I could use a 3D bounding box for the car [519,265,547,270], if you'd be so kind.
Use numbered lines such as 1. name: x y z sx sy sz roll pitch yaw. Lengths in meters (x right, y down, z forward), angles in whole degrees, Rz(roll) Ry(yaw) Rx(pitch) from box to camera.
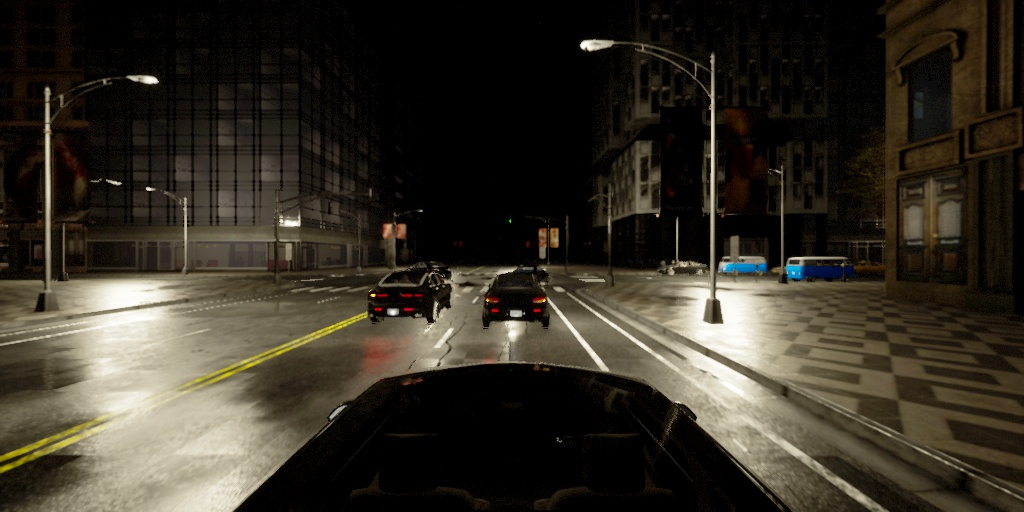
1. car: 1.134 1.236 22.173 1.994 1.385 4.181 0 1 16

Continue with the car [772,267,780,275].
1. car: 26.951 1.108 33.495 4.829 1.417 1.751 0 0 0

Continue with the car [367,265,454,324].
1. car: -3.148 1.219 11.891 1.837 1.490 4.892 0 0 0

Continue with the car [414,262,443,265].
1. car: -6.294 1.150 26.366 2.128 1.511 4.902 0 0 -40

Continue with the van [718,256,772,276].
1. van: 21.503 0.933 33.520 3.998 1.789 1.690 0 0 0

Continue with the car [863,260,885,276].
1. car: 32.569 1.098 33.470 4.829 1.417 1.751 0 0 0

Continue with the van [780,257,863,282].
1. van: 21.466 0.953 24.995 3.998 1.789 1.690 0 0 0

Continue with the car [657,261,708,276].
1. car: 15.885 1.154 33.545 4.403 1.370 2.007 0 0 0

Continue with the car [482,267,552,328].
1. car: 0.101 1.243 11.148 1.812 1.442 4.674 0 0 0
